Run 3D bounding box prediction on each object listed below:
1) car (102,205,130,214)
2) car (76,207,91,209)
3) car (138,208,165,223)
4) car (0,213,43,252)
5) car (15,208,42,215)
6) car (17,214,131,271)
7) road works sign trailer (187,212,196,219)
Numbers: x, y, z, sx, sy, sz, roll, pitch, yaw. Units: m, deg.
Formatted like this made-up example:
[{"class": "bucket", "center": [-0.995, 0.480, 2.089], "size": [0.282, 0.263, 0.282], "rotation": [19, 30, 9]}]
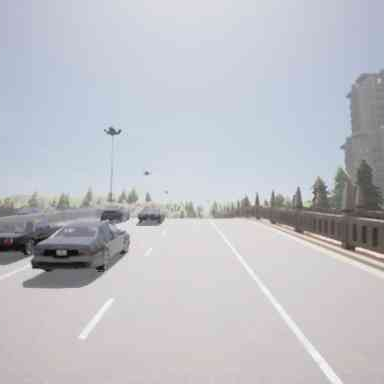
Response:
[{"class": "car", "center": [-6.939, 1.966, 30.558], "size": [1.837, 1.490, 4.892], "rotation": [0, -1, 0]}, {"class": "car", "center": [-14.100, 2.675, 43.005], "size": [1.882, 1.535, 5.008], "rotation": [0, -5, 0]}, {"class": "car", "center": [-3.450, 2.011, 29.029], "size": [1.895, 1.301, 4.718], "rotation": [0, -2, 0]}, {"class": "car", "center": [-6.948, 1.776, 13.863], "size": [1.895, 1.301, 4.718], "rotation": [0, -1, 0]}, {"class": "car", "center": [-21.097, 2.738, 43.172], "size": [1.812, 1.442, 4.674], "rotation": [0, -5, 0]}, {"class": "car", "center": [-3.470, 1.692, 11.387], "size": [2.033, 1.411, 5.357], "rotation": [0, -1, 0]}, {"class": "road works sign trailer", "center": [-0.159, 7.149, 90.951], "size": [2.380, 3.560, 2.880], "rotation": [0, -7, 3]}]
